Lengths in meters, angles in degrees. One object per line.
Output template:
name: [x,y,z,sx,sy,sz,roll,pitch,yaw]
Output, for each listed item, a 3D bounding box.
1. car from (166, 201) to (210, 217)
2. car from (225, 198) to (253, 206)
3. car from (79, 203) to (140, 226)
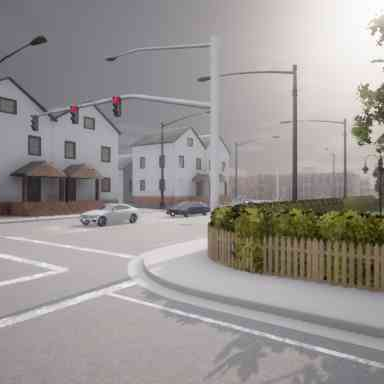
car: [-0.172,1.547,31.375,2.033,1.411,5.357,0,0,35]
car: [5.708,1.491,39.863,2.128,1.511,4.902,0,0,35]
car: [-5.662,1.526,23.428,1.812,1.442,4.674,0,0,35]
